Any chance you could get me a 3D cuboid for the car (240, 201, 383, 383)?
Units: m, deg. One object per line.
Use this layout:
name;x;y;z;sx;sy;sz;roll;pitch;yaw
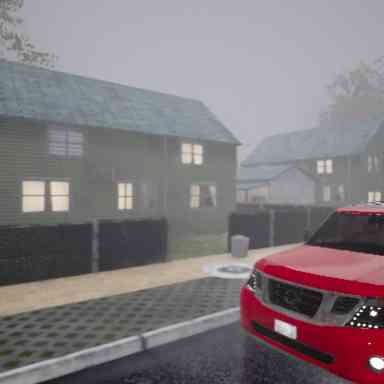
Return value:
car;3.325;1.202;5.418;5.566;2.045;2.150;-1;0;-35
